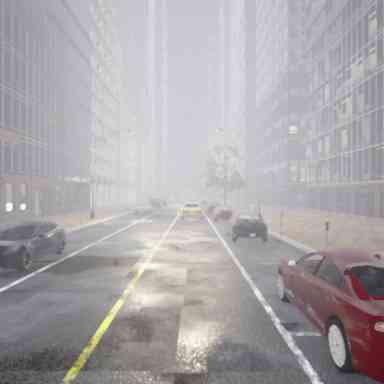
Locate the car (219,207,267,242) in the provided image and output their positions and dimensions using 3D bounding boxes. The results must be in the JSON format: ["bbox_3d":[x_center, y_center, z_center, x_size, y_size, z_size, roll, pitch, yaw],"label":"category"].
[{"bbox_3d":[2.691,1.689,16.937,2.008,1.369,4.403,0,0,0],"label":"car"}]

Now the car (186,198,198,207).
[{"bbox_3d":[0.012,1.796,57.414,2.033,1.411,5.357,0,0,0],"label":"car"}]

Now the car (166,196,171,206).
[{"bbox_3d":[-5.682,1.802,62.490,2.192,1.841,5.009,0,0,0],"label":"car"}]

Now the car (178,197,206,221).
[{"bbox_3d":[0.006,1.509,28.239,1.801,1.575,5.366,0,0,0],"label":"car"}]

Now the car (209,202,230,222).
[{"bbox_3d":[2.693,1.811,28.323,1.802,1.307,4.206,0,0,0],"label":"car"}]

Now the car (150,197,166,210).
[{"bbox_3d":[-5.684,1.719,51.105,2.192,1.841,5.009,0,0,0],"label":"car"}]

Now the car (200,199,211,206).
[{"bbox_3d":[2.701,2.079,68.166,2.008,1.369,4.403,0,0,0],"label":"car"}]

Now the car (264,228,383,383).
[{"bbox_3d":[2.688,1.591,5.553,1.887,1.381,4.507,0,0,0],"label":"car"}]

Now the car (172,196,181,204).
[{"bbox_3d":[-2.985,1.939,76.801,2.033,1.411,5.357,0,0,0],"label":"car"}]

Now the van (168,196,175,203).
[{"bbox_3d":[-5.675,2.028,90.948,1.690,1.788,3.998,0,0,0],"label":"van"}]

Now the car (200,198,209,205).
[{"bbox_3d":[2.703,2.095,74.030,1.752,1.417,4.829,0,0,0],"label":"car"}]

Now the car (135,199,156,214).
[{"bbox_3d":[-5.685,1.841,39.551,1.752,1.417,4.829,0,0,0],"label":"car"}]

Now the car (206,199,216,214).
[{"bbox_3d":[2.695,1.883,39.705,1.947,1.339,4.313,0,0,0],"label":"car"}]

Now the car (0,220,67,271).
[{"bbox_3d":[-5.691,1.658,11.260,1.947,1.339,4.313,0,0,0],"label":"car"}]

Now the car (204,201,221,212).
[{"bbox_3d":[2.696,1.912,45.398,2.008,1.369,4.403,0,0,0],"label":"car"}]
